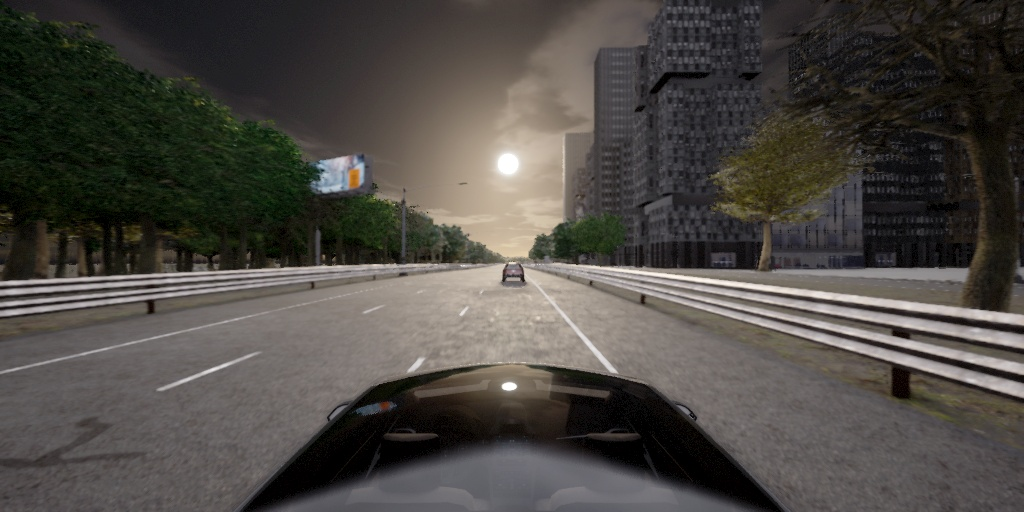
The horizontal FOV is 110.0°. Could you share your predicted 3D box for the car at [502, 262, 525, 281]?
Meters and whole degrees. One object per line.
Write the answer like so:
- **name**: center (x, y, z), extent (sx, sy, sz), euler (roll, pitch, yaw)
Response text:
- **car**: center (0.122, 1.377, 32.399), extent (2.033, 1.649, 4.856), euler (0, -1, 0)
